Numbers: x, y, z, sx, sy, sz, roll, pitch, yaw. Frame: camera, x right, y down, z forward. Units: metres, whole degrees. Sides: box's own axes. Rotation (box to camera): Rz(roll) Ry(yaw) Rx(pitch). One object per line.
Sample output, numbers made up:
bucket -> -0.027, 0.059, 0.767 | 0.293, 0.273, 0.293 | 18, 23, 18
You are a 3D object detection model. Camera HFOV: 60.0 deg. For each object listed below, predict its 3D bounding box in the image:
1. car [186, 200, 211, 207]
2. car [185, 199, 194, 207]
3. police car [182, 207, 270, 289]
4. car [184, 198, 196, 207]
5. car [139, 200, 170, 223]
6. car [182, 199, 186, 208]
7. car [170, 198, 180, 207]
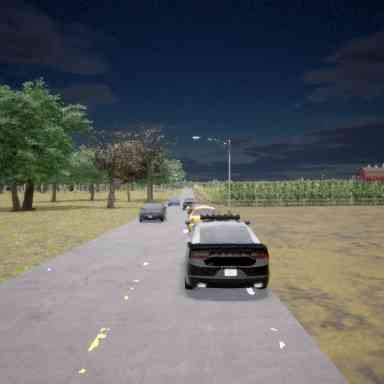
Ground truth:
car -> 0.691, 1.488, 19.383 | 1.801, 1.575, 5.366 | 0, 0, 0
car -> 0.650, 1.537, 25.197 | 1.882, 1.535, 5.008 | 0, 0, 0
police car -> 0.762, 1.430, 9.301 | 1.930, 1.638, 5.238 | 0, 0, 0
car -> -0.421, 1.879, 60.059 | 2.033, 1.411, 5.357 | 0, 0, 0
car -> -3.033, 1.544, 26.561 | 1.882, 1.535, 5.008 | 0, 0, 0
car -> -0.313, 1.723, 46.235 | 1.837, 1.490, 4.892 | 0, -1, 0
car -> -3.163, 1.803, 59.180 | 1.882, 1.535, 5.008 | 0, 0, 0
